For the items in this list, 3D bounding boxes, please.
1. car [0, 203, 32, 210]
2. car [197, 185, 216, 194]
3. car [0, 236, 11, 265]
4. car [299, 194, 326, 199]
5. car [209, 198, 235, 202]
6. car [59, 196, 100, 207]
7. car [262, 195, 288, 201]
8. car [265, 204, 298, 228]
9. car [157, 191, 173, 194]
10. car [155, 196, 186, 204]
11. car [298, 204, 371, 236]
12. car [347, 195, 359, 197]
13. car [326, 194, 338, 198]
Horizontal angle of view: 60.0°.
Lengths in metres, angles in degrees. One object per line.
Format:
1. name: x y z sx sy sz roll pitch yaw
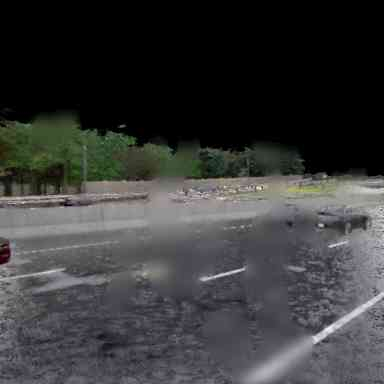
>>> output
1. car: -10.783 1.505 19.698 4.718 1.301 1.895 0 0 -44
2. car: 3.138 -0.367 70.643 2.150 2.045 5.566 0 3 32
3. car: -7.296 1.434 8.230 5.008 1.535 1.882 0 0 -44
4. car: 15.940 1.095 45.419 4.553 1.767 2.097 -1 1 -44
5. car: 2.722 1.344 32.661 5.008 1.535 1.882 0 0 -44
6. car: -13.645 1.168 40.767 2.033 1.411 5.357 0 1 26
7. car: 11.494 1.262 45.987 4.892 1.490 1.837 0 0 -44
8. car: 6.537 1.481 21.486 4.181 1.385 1.994 0 0 -44
9. car: -4.798 0.569 57.404 2.128 1.511 4.902 0 2 30
10. car: -2.249 1.408 32.735 5.357 1.411 2.033 0 0 -44
11. car: 8.162 1.425 18.192 4.902 1.511 2.128 0 0 -44
12. car: 27.343 1.153 56.447 5.357 1.411 2.033 -1 1 -44
13. car: 23.726 1.097 57.820 4.902 1.511 2.128 -1 1 -44
